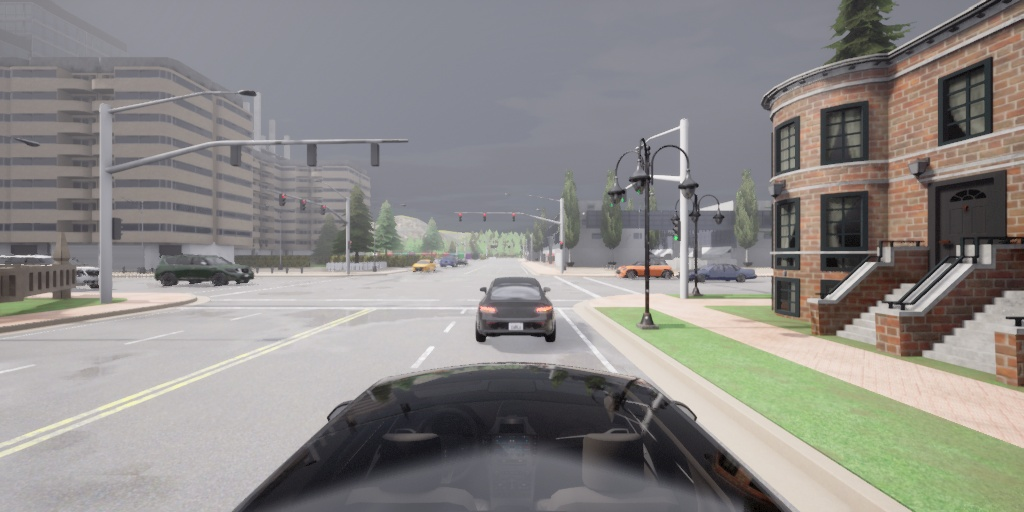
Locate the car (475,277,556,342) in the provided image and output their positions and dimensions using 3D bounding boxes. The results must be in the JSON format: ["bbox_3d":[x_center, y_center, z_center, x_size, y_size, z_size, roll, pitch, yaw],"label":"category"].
[{"bbox_3d":[0.088,1.275,9.617,1.812,1.442,4.674,0,0,0],"label":"car"}]

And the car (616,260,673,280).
[{"bbox_3d":[11.339,1.102,30.897,4.553,1.767,2.097,0,0,-1],"label":"car"}]

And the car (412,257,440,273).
[{"bbox_3d":[-10.638,1.226,43.635,1.882,1.535,5.008,0,1,2],"label":"car"}]

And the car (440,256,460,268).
[{"bbox_3d":[-10.551,0.970,59.776,2.150,2.045,5.566,0,0,0],"label":"car"}]

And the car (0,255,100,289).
[{"bbox_3d":[-26.587,0.970,20.582,5.566,2.045,2.150,0,0,0],"label":"car"}]

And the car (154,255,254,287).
[{"bbox_3d":[-20.569,0.971,24.075,5.566,2.045,2.150,0,0,0],"label":"car"}]

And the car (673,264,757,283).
[{"bbox_3d":[15.629,1.296,27.404,5.357,1.411,2.033,0,0,-1],"label":"car"}]
